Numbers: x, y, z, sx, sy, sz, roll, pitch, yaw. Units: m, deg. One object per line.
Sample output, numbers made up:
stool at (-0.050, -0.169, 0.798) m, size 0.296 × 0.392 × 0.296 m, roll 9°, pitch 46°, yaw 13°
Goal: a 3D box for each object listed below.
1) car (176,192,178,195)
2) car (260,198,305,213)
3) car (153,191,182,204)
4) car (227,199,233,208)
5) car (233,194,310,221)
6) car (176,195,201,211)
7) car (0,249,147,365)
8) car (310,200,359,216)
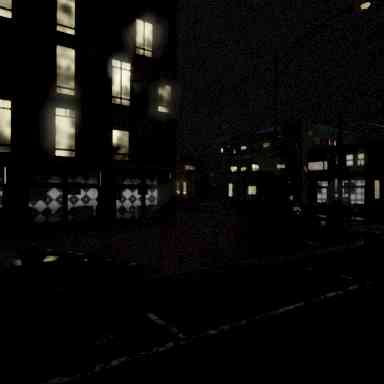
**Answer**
car at (-0.643, 1.099, 47.613) m, size 2.008 × 1.369 × 4.403 m, roll 1°, pitch 0°, yaw -36°
car at (9.225, 1.339, 34.216) m, size 1.802 × 1.307 × 4.206 m, roll 1°, pitch 0°, yaw -36°
car at (-3.927, 0.792, 52.077) m, size 2.192 × 1.841 × 5.009 m, roll 1°, pitch 0°, yaw -36°
car at (5.937, 1.129, 38.683) m, size 1.967 × 1.590 × 4.097 m, roll 1°, pitch 0°, yaw -36°
car at (5.774, 1.100, 24.781) m, size 2.192 × 1.841 × 5.009 m, roll 1°, pitch 0°, yaw -36°
car at (-0.812, 1.230, 33.712) m, size 1.802 × 1.307 × 4.206 m, roll 1°, pitch 0°, yaw -36°
car at (-2.722, 1.566, 4.613) m, size 4.313 × 1.339 × 1.947 m, roll 0°, pitch 0°, yaw -36°
car at (12.515, 1.370, 29.752) m, size 1.887 × 1.381 × 4.507 m, roll 1°, pitch 0°, yaw -36°
